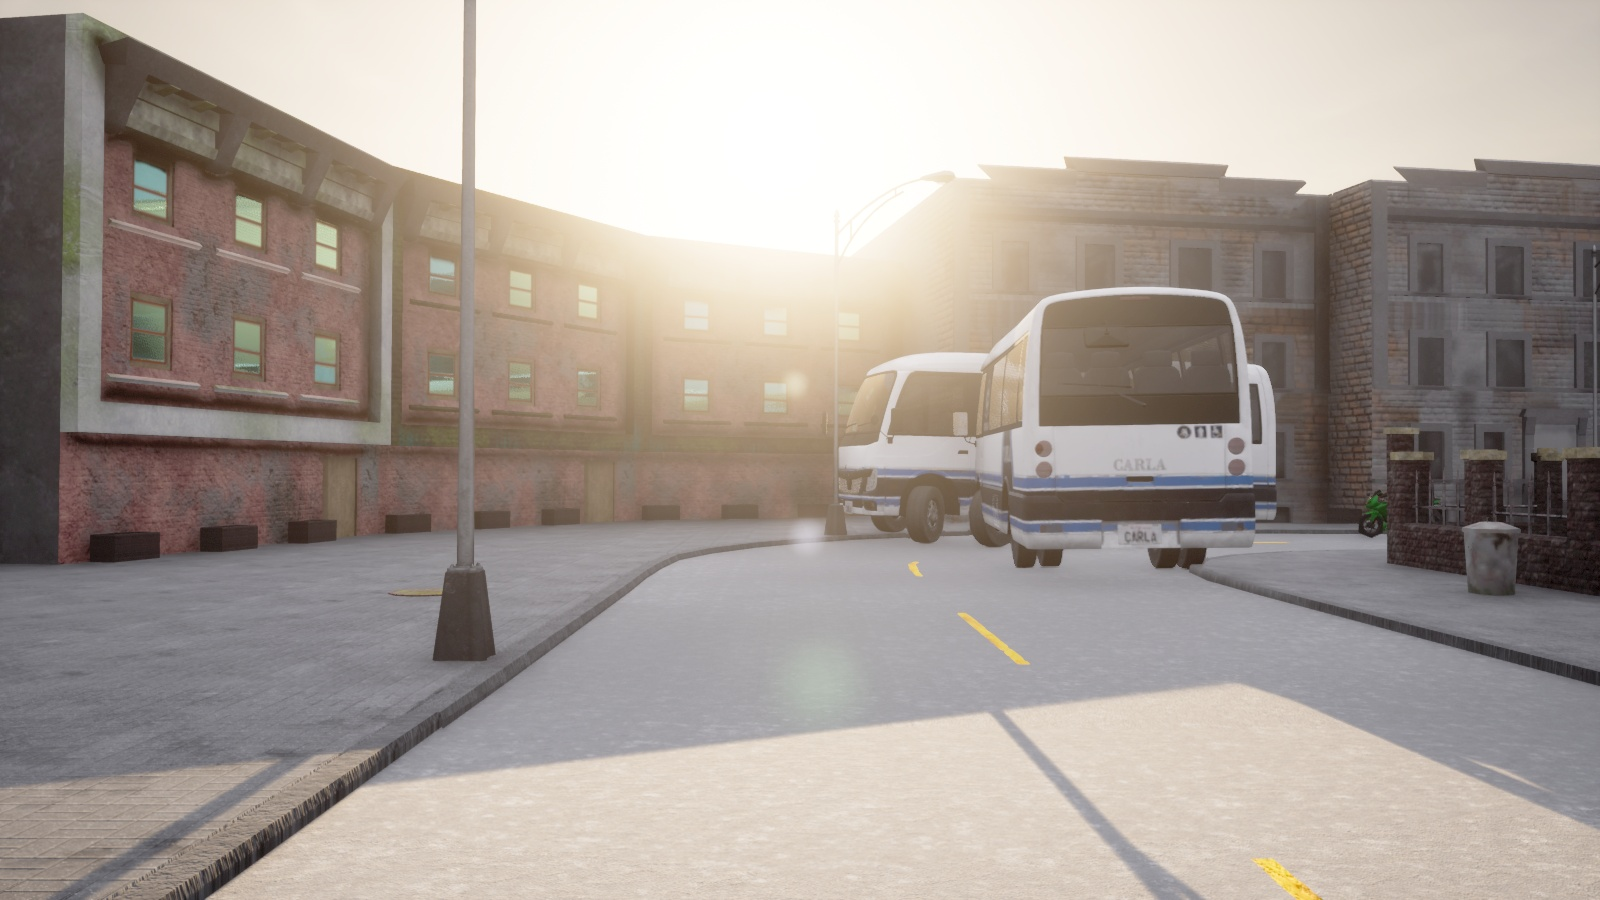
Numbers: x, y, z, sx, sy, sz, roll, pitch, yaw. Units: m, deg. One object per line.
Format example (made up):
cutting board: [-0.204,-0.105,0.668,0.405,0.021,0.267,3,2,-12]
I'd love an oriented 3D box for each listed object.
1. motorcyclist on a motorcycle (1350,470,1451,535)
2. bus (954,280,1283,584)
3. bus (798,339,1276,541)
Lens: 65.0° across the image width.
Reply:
motorcyclist on a motorcycle: [14.411,1.244,30.164,2.044,1.523,0.797,0,-1,0]
bus: [5.157,-0.198,23.036,3.944,4.253,10.273,-1,-1,4]
bus: [5.412,-0.110,29.478,10.273,4.253,3.944,1,-1,-12]
